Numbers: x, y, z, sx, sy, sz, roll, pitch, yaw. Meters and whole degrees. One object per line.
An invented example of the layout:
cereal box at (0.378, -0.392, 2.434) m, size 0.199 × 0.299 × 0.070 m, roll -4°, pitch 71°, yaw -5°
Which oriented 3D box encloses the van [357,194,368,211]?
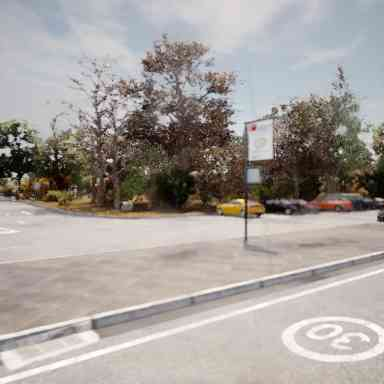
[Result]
van at (17.756, 1.221, 39.302) m, size 1.878 × 1.987 × 4.442 m, roll 0°, pitch 0°, yaw -35°

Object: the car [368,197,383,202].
car at (22.358, 1.523, 42.443) m, size 2.002 × 1.452 × 4.674 m, roll 0°, pitch 0°, yaw -36°

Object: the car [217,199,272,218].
car at (4.222, 1.399, 29.508) m, size 2.097 × 1.535 × 5.008 m, roll 0°, pitch 0°, yaw -35°

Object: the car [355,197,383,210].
car at (24.731, 1.498, 43.913) m, size 1.946 × 1.575 × 5.366 m, roll 0°, pitch 0°, yaw -36°

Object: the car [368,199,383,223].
car at (14.061, 1.399, 20.456) m, size 2.231 × 1.521 × 4.892 m, roll 0°, pitch 0°, yaw -35°

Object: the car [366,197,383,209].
car at (26.893, 1.519, 45.680) m, size 2.097 × 1.535 × 5.008 m, roll 0°, pitch 0°, yaw -36°

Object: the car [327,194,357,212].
car at (15.578, 1.307, 37.567) m, size 2.185 × 1.767 × 4.553 m, roll 0°, pitch 0°, yaw -36°

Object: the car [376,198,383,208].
car at (29.172, 1.567, 47.280) m, size 2.163 × 1.488 × 4.792 m, roll 0°, pitch 0°, yaw -36°

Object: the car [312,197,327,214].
car at (11.024, 1.449, 34.361) m, size 2.002 × 1.452 × 4.674 m, roll 0°, pitch 0°, yaw -35°

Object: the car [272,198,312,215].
car at (8.752, 1.402, 32.747) m, size 2.097 × 1.535 × 5.008 m, roll 0°, pitch 0°, yaw -35°
